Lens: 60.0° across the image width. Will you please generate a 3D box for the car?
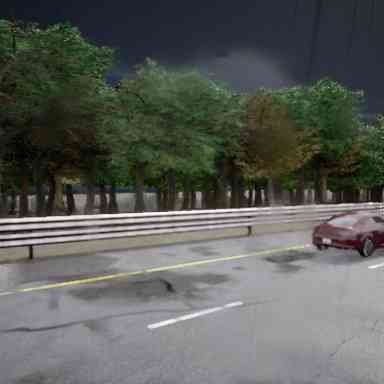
[{"bbox_3d":[6.460,1.495,12.661,4.674,1.442,1.812,0,0,-36],"label":"car"}]
